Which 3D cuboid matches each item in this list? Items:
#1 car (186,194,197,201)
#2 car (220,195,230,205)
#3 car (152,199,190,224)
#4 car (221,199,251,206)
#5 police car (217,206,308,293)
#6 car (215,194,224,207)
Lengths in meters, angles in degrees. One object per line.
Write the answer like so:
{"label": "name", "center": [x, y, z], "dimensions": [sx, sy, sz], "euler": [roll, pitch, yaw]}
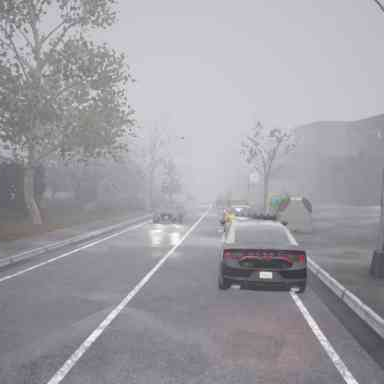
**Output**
{"label": "car", "center": [-0.119, 1.208, 72.434], "dimensions": [1.882, 1.535, 5.008], "euler": [-1, 0, -7]}
{"label": "car", "center": [3.386, 1.277, 24.929], "dimensions": [2.097, 1.767, 4.553], "euler": [1, 0, 6]}
{"label": "car", "center": [-1.449, 1.452, 23.464], "dimensions": [1.994, 1.385, 4.181], "euler": [1, 0, 6]}
{"label": "car", "center": [2.778, 1.405, 19.154], "dimensions": [1.801, 1.575, 5.366], "euler": [1, 0, 6]}
{"label": "police car", "center": [1.720, 1.414, 9.083], "dimensions": [1.930, 1.638, 5.238], "euler": [1, 0, 6]}
{"label": "car", "center": [4.482, 1.165, 48.082], "dimensions": [2.097, 1.767, 4.553], "euler": [0, 0, 3]}
